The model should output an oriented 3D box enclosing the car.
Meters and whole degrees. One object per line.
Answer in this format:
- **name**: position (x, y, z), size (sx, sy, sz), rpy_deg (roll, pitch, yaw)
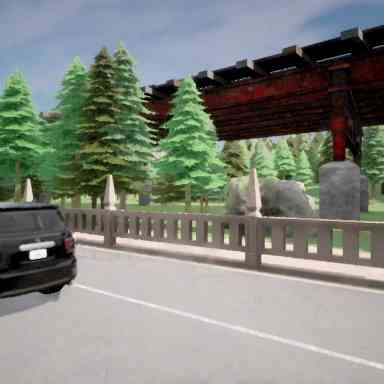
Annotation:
- **car**: position (-4.937, 1.220, 7.528), size (5.566, 2.045, 2.150), rpy_deg (0, 0, 36)
